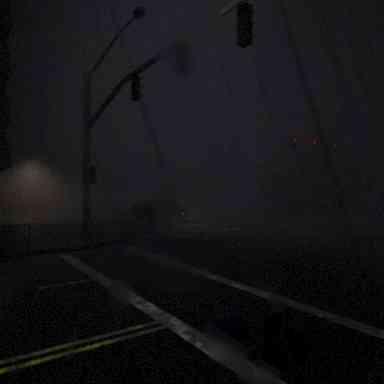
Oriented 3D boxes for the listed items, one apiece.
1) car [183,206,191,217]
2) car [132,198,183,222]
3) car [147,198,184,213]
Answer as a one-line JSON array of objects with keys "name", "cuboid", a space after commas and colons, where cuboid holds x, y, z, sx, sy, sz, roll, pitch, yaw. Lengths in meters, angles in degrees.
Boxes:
[{"name": "car", "cuboid": [-2.278, 1.557, 31.558, 2.033, 1.411, 5.357, 0, 0, -35]}, {"name": "car", "cuboid": [-3.144, 1.499, 26.712, 2.128, 1.511, 4.902, 0, 0, -35]}, {"name": "car", "cuboid": [-3.206, 1.504, 39.248, 2.128, 1.511, 4.902, 0, 0, -35]}]
